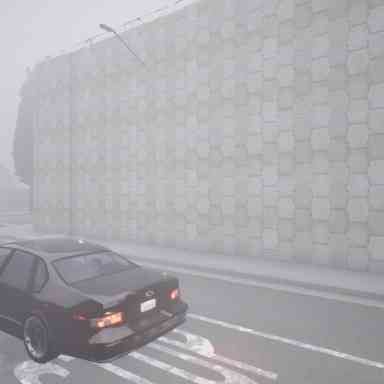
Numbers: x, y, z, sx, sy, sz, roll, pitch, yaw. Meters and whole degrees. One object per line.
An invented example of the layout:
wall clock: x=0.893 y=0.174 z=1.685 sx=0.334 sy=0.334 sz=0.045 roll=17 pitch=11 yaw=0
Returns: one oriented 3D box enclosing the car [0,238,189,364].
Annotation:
car: x=-2.628 y=1.547 z=5.852 sx=5.357 sy=1.411 sz=2.033 roll=0 pitch=0 yaw=35
